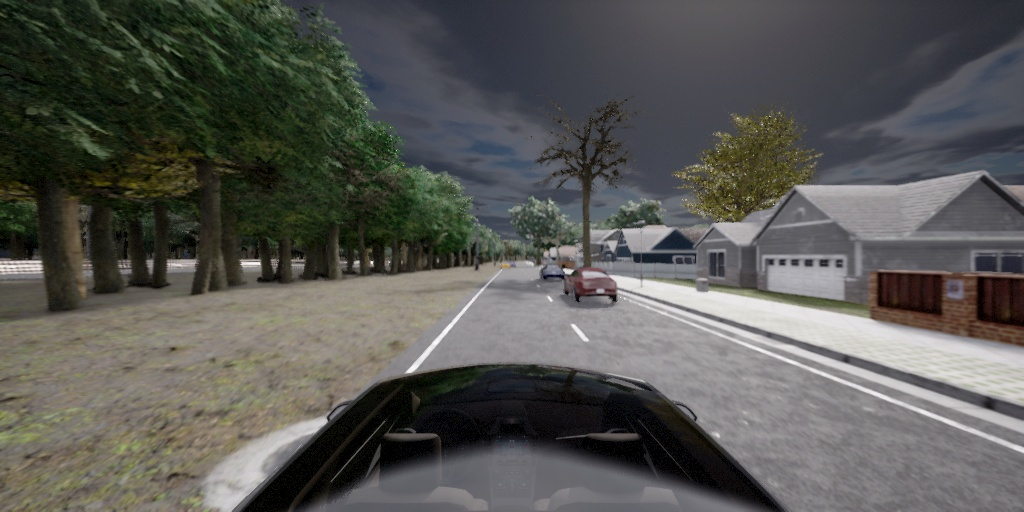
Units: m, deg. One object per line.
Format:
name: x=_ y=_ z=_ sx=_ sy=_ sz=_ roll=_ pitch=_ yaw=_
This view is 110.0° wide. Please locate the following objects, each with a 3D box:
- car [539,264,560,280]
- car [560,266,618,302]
car: x=3.601 y=1.404 z=32.613 sx=1.994 sy=1.385 sz=4.181 roll=0 pitch=-1 yaw=0
car: x=3.601 y=1.263 z=16.901 sx=1.812 sy=1.442 sz=4.674 roll=0 pitch=0 yaw=0
